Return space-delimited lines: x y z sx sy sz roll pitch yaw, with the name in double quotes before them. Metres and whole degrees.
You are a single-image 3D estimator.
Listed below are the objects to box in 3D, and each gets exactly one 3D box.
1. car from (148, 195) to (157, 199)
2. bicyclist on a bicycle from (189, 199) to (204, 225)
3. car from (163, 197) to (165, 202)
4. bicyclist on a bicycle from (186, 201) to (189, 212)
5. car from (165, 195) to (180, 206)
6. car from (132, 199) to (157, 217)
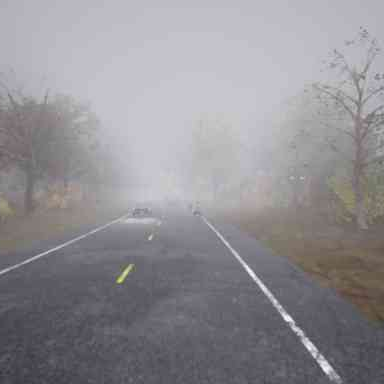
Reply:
"car" -8.657 1.488 72.528 1.812 1.442 4.674 0 0 -8
"bicyclist on a bicycle" 0.407 1.452 23.309 0.866 1.612 1.509 0 0 -3
"car" -5.381 1.462 74.353 1.837 1.490 4.892 0 0 -9
"bicyclist on a bicycle" -0.182 1.451 32.993 0.866 1.612 1.509 0 0 -3
"car" -2.986 1.495 55.610 2.128 1.511 4.902 0 0 -6
"car" -4.672 1.619 32.226 1.895 1.301 4.718 0 0 -4
